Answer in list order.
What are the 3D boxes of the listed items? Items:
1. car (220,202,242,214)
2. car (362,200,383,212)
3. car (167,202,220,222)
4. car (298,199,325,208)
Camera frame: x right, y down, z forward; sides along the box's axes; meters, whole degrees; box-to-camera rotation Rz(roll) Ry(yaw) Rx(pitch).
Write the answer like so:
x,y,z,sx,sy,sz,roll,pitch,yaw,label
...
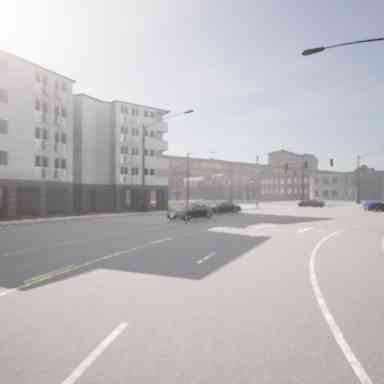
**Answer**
x,y,z,sx,sy,sz,roll,pitch,yaw,label
3.324,1.811,37.255,5.357,1.411,2.033,0,-1,-43,car
24.356,1.791,44.688,1.882,1.535,5.008,0,0,19,car
-0.089,1.690,28.342,2.128,1.511,4.902,0,-1,39,car
20.612,1.947,57.616,1.812,1.442,4.674,0,-1,-41,car
